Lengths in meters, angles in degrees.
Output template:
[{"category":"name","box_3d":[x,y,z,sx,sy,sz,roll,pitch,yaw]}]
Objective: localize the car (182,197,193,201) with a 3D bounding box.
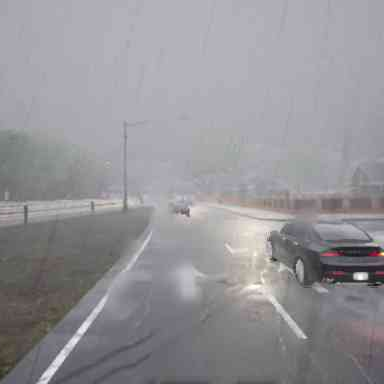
[{"category":"car","box_3d":[-0.985,1.639,57.813,2.033,1.411,5.357,0,0,-9]}]

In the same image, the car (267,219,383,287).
[{"category":"car","box_3d":[3.449,1.506,9.308,1.837,1.490,4.892,0,0,-1]}]

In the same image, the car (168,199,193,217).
[{"category":"car","box_3d":[-1.299,1.618,31.589,1.895,1.301,4.718,0,0,-5]}]
